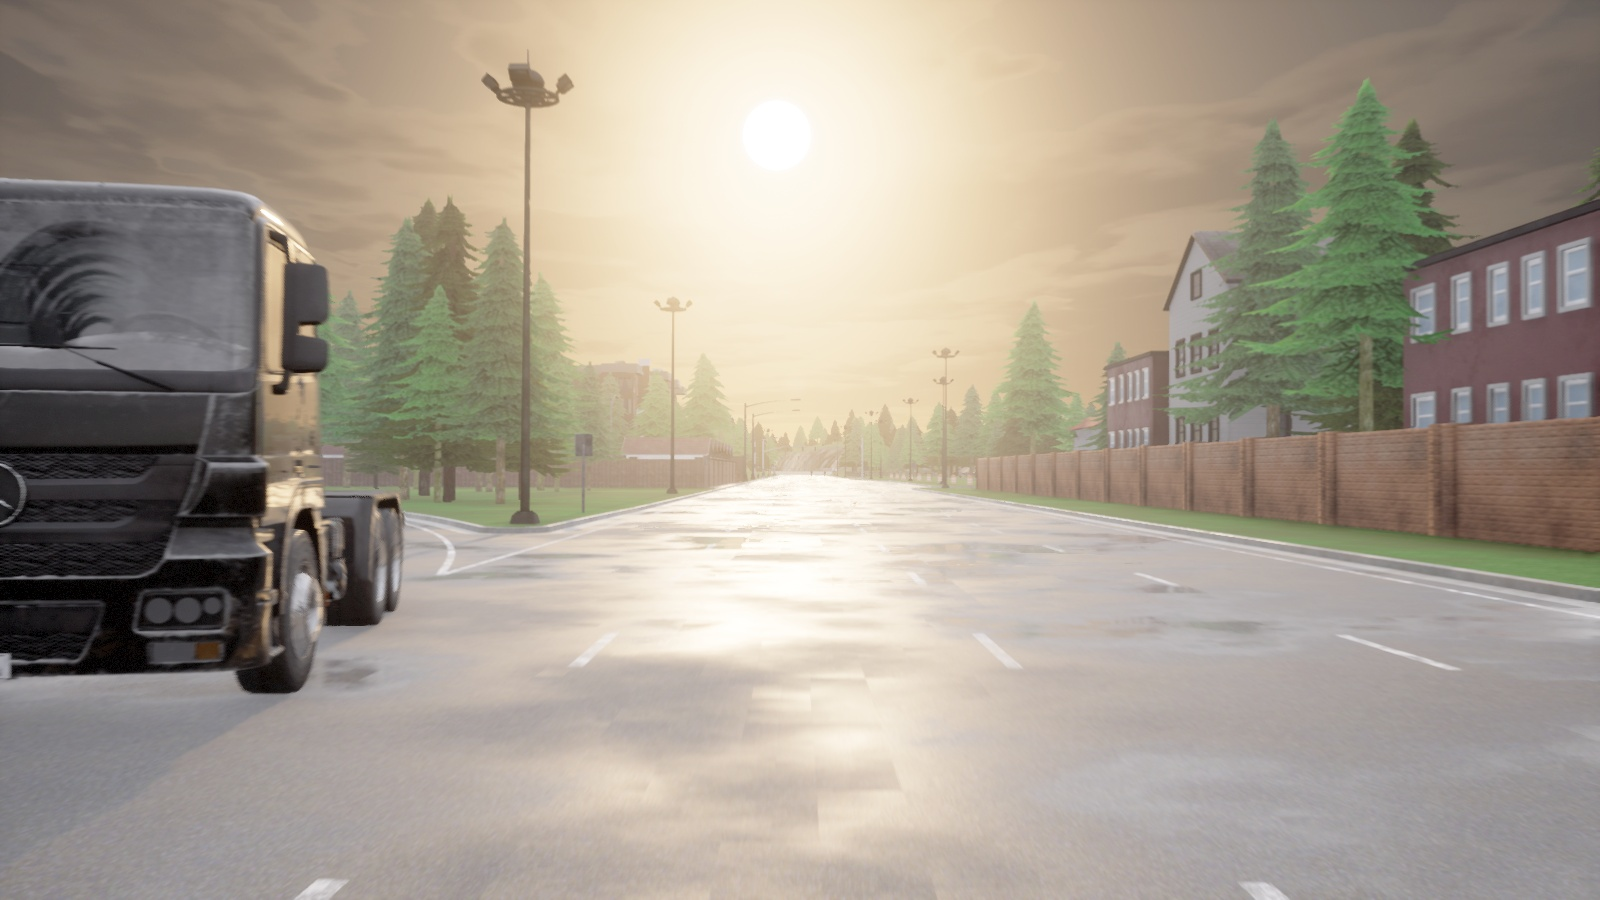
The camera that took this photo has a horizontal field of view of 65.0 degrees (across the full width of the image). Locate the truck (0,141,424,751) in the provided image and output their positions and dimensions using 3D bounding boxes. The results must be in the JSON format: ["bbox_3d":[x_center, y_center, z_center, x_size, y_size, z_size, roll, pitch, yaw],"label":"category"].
[{"bbox_3d":[-5.245,0.038,11.036,2.891,3.462,7.936,0,-1,-11],"label":"truck"}]
